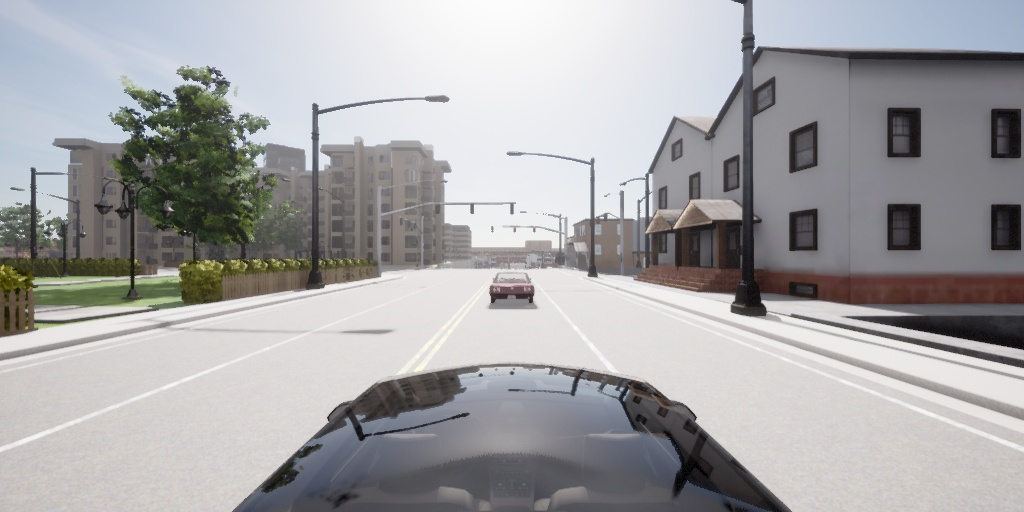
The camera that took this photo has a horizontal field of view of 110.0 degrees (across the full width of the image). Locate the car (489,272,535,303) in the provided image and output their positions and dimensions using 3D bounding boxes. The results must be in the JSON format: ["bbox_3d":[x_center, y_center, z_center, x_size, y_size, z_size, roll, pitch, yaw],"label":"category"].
[{"bbox_3d":[0.000,1.365,16.530,1.895,1.301,4.718,0,0,0],"label":"car"}]
